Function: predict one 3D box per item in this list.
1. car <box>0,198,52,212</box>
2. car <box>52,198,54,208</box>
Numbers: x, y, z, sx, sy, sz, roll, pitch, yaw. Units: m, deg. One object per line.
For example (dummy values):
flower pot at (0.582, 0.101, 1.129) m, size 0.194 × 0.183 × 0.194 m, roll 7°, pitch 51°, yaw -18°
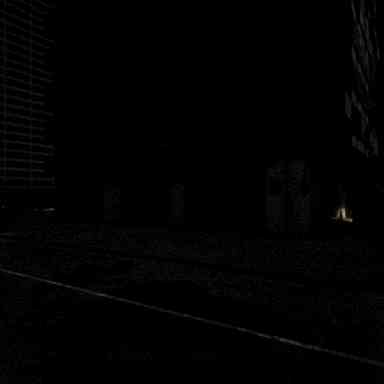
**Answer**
car at (-19.766, 1.504, 39.432) m, size 2.128 × 1.511 × 4.902 m, roll 0°, pitch 0°, yaw 33°
car at (-18.230, 1.235, 48.160) m, size 2.150 × 2.045 × 5.566 m, roll 0°, pitch 0°, yaw 33°
